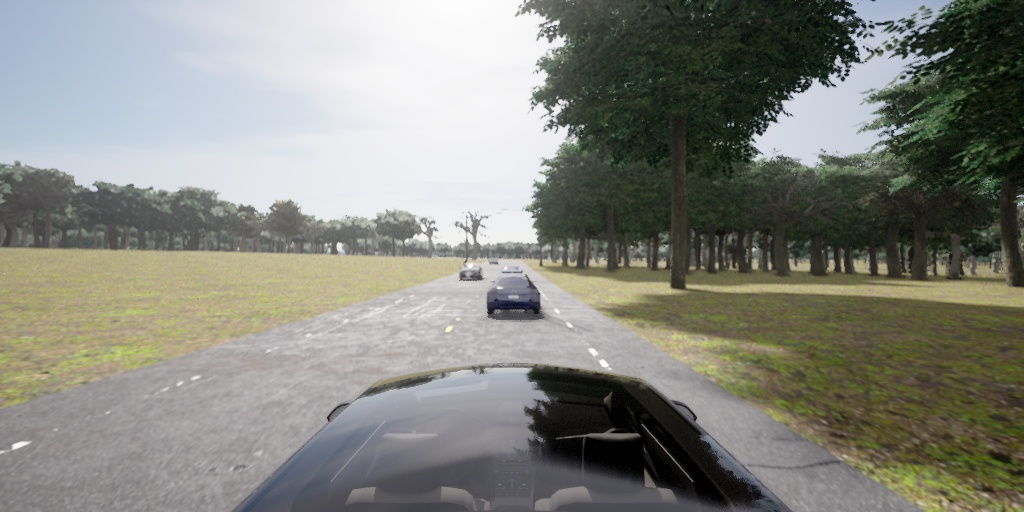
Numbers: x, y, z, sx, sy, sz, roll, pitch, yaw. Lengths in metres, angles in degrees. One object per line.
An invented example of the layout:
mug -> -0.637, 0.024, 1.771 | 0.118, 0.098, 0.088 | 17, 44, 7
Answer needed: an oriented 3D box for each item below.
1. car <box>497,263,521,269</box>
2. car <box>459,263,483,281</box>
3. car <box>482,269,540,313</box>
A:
car -> 0.009, 1.461, 29.838 | 2.033, 1.411, 5.357 | 0, 0, 0
car -> -3.695, 1.414, 33.048 | 2.128, 1.511, 4.902 | 0, 0, 0
car -> 0.053, 1.407, 14.473 | 1.994, 1.385, 4.181 | 0, 0, 0
